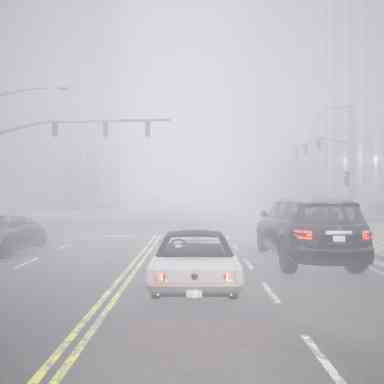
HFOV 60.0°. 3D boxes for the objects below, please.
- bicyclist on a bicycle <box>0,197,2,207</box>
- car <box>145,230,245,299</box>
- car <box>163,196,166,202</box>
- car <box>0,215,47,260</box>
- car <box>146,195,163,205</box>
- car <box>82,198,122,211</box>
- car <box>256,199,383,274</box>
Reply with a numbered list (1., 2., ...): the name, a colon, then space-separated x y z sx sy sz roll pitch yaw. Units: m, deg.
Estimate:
1. bicyclist on a bicycle: -26.380 1.301 45.411 0.582 1.620 1.656 0 0 -1
2. car: 0.067 1.601 8.391 1.895 1.301 4.718 0 0 1
3. car: -6.936 1.536 75.367 2.033 1.411 5.357 0 0 0
4. car: -7.091 1.564 12.300 1.994 1.385 4.181 0 0 0
5. car: -7.021 1.352 60.200 2.097 1.767 4.553 0 0 0
6. car: -10.769 1.491 40.020 2.128 1.511 4.902 1 1 42
7. car: 3.583 1.222 10.746 2.150 2.045 5.566 0 0 0
